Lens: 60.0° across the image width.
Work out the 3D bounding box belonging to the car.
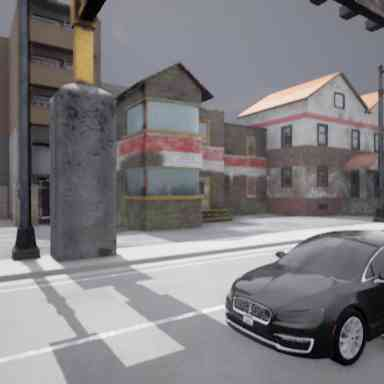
[{"bbox_3d":[2.795,1.483,5.829,4.892,1.490,1.837,0,0,-33],"label":"car"}]
